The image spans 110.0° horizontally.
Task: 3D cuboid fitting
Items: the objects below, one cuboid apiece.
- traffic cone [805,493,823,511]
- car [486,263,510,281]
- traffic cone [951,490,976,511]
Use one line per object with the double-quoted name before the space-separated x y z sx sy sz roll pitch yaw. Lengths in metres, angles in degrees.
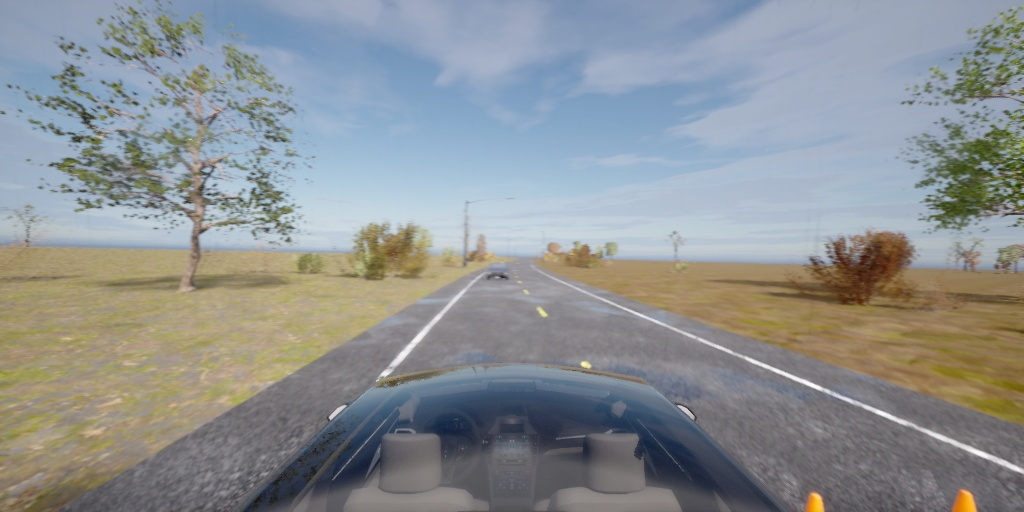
"traffic cone" 1.837 1.751 2.189 0.340 0.580 0.340 0 0 -4
"car" -1.194 1.284 30.670 2.033 1.411 5.357 1 0 -1
"traffic cone" 2.835 1.776 2.254 0.340 0.580 0.340 0 0 -4
